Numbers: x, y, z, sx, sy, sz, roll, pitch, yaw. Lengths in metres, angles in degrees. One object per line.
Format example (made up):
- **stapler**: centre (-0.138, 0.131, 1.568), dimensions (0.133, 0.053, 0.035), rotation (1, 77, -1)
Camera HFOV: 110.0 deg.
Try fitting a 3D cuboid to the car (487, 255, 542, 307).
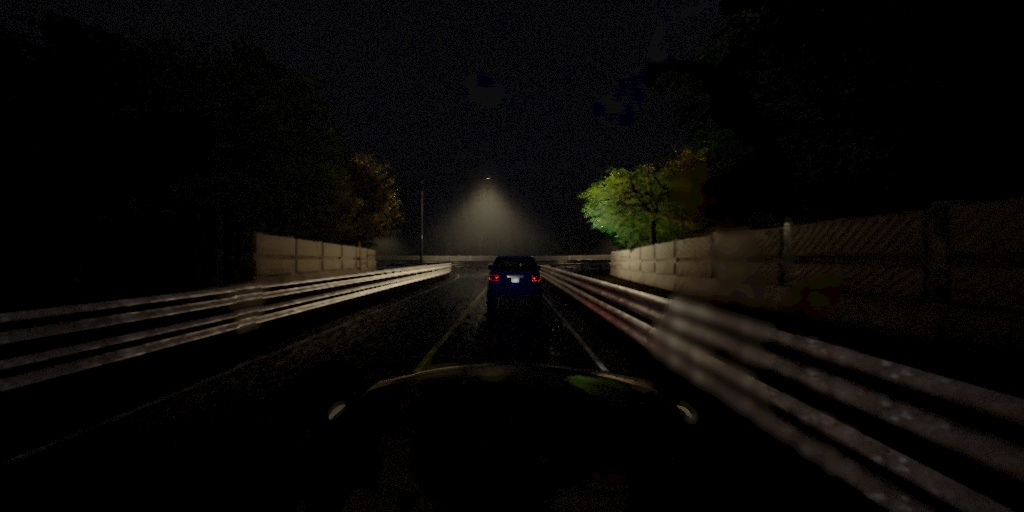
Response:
- **car**: centre (0.116, 0.994, 15.909), dimensions (2.150, 2.045, 5.566), rotation (1, 0, 0)
